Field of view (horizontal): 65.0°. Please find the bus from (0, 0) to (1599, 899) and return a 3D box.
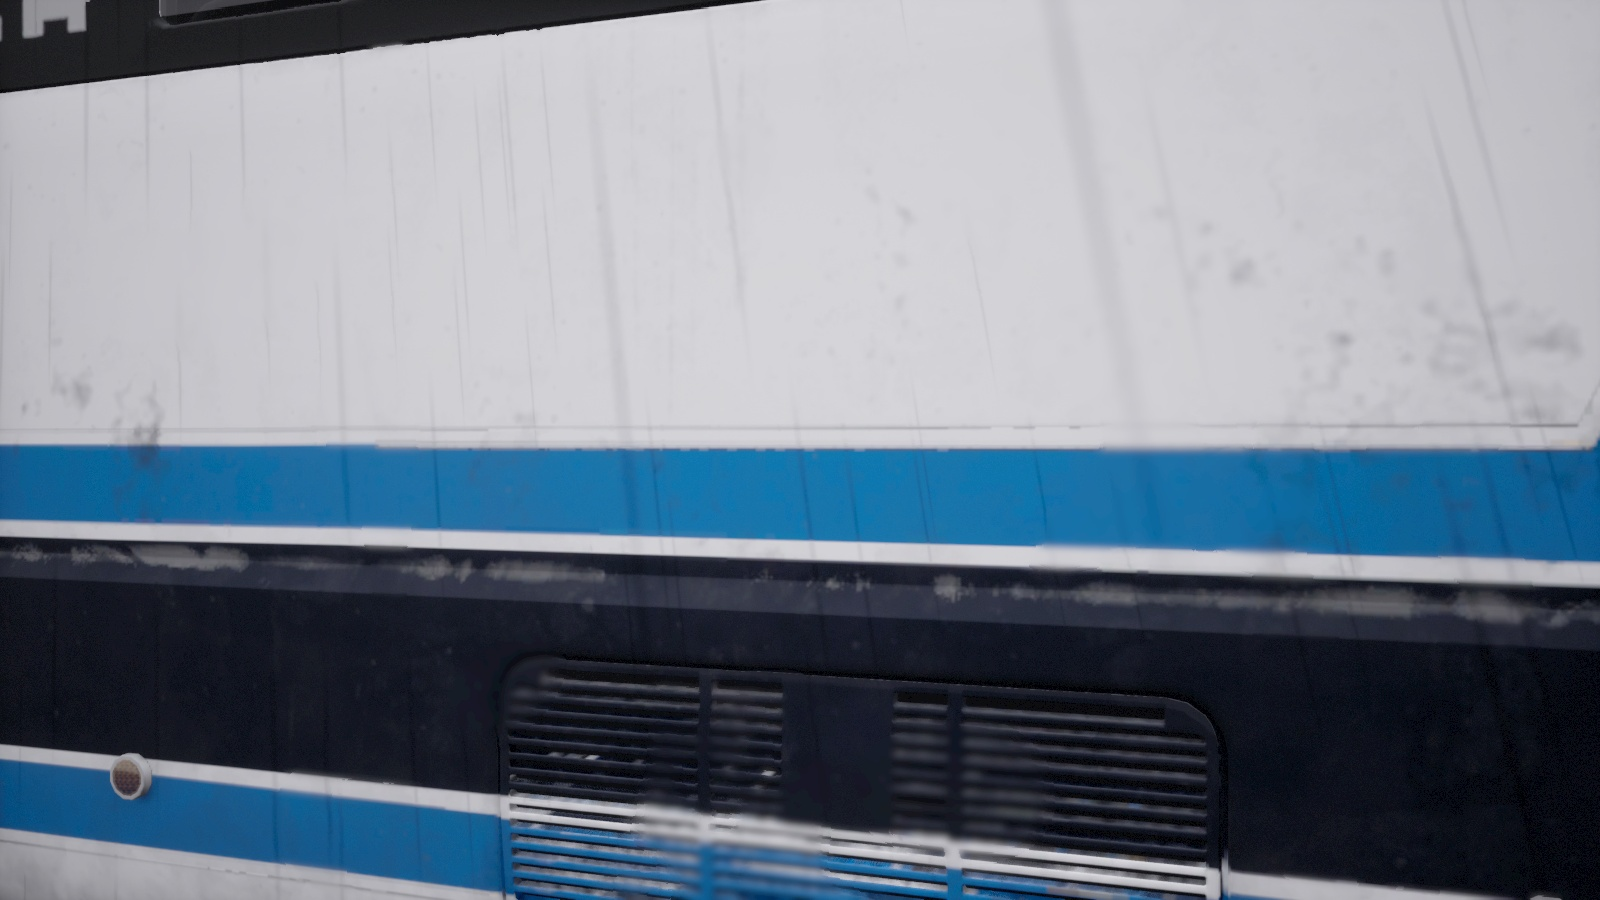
[{"bbox_3d":[-0.127,-0.610,3.748,10.273,4.253,3.944,1,1,19],"label":"bus"}]
